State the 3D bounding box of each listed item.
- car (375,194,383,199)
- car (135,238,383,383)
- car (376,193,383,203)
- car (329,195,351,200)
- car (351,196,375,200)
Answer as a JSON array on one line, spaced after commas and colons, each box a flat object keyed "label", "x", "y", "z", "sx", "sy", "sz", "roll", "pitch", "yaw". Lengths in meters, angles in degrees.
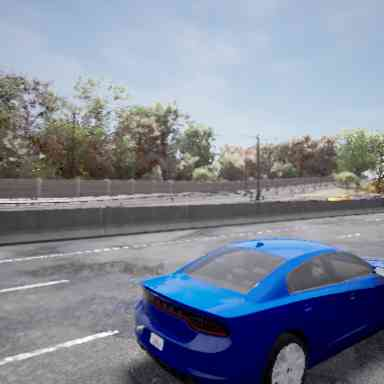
[{"label": "car", "x": 28.543, "y": 1.265, "z": 47.380, "sx": 5.008, "sy": 1.535, "sz": 1.882, "roll": 0, "pitch": 0, "yaw": -36}, {"label": "car", "x": 1.602, "y": 1.451, "z": 5.085, "sx": 5.008, "sy": 1.535, "sz": 1.882, "roll": 0, "pitch": 0, "yaw": -37}, {"label": "car", "x": 36.583, "y": 1.087, "z": 62.123, "sx": 4.553, "sy": 1.767, "sz": 2.097, "roll": 0, "pitch": 0, "yaw": -37}, {"label": "car", "x": 23.547, "y": 1.232, "z": 52.384, "sx": 5.008, "sy": 1.535, "sz": 1.882, "roll": 0, "pitch": 0, "yaw": -36}, {"label": "car", "x": 26.350, "y": 1.334, "z": 50.106, "sx": 4.181, "sy": 1.385, "sz": 1.994, "roll": 0, "pitch": 0, "yaw": -36}]
